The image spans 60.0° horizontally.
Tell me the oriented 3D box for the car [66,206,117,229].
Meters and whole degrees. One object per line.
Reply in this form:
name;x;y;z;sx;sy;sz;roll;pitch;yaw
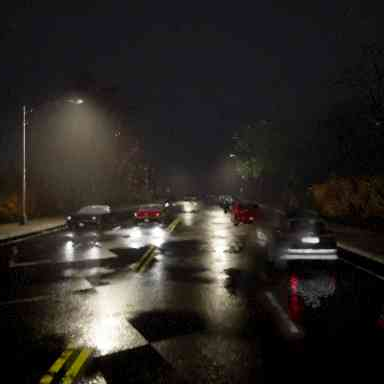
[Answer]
car;-6.243;1.555;21.154;1.895;1.301;4.718;0;0;2

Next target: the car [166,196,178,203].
car;-3.683;1.371;62.624;2.033;1.411;5.357;0;0;5

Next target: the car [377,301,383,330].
car;3.375;1.598;2.251;1.895;1.301;4.718;0;0;0

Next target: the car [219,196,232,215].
car;4.083;1.417;33.398;2.128;1.511;4.902;0;0;3

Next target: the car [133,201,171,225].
car;-2.902;1.549;23.902;1.895;1.301;4.718;0;0;2

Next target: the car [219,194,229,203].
car;6.439;1.285;66.084;1.882;1.535;5.008;0;0;5

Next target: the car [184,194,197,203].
car;-0.250;1.168;64.520;2.097;1.767;4.553;0;0;6

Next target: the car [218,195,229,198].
car;4.700;1.456;44.305;1.994;1.385;4.181;0;0;4

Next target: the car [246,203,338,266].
car;3.356;1.410;11.562;2.033;1.649;4.856;0;0;1

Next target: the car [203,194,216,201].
car;4.113;1.275;75.682;1.895;1.301;4.718;0;0;6

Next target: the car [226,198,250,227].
car;3.635;1.432;22.483;1.882;1.535;5.008;0;0;2

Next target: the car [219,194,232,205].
car;5.483;1.204;55.170;2.097;1.767;4.553;0;0;5
